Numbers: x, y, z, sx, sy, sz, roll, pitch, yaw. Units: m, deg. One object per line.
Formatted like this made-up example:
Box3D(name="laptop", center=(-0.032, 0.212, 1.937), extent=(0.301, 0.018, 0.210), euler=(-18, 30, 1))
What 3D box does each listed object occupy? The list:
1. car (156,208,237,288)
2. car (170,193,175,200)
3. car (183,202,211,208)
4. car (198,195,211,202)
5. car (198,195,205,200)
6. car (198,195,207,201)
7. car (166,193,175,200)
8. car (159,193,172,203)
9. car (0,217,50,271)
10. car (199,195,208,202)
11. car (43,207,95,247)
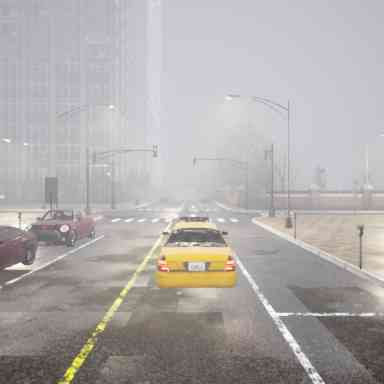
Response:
Box3D(name="car", center=(0.090, 1.454, 9.176), extent=(1.801, 1.575, 5.366), euler=(0, 0, 0))
Box3D(name="car", center=(-5.918, 1.323, 85.874), extent=(1.967, 1.590, 4.097), euler=(0, 0, 0))
Box3D(name="car", center=(0.097, 1.535, 19.439), extent=(2.033, 1.411, 5.357), euler=(0, 0, 0))
Box3D(name="car", center=(2.689, 1.492, 63.700), extent=(1.947, 1.339, 4.313), euler=(0, 0, 0))
Box3D(name="car", center=(2.602, 1.411, 91.496), extent=(1.887, 1.381, 4.507), euler=(0, 0, 0))
Box3D(name="car", center=(2.613, 1.448, 80.375), extent=(2.008, 1.369, 4.403), euler=(0, 0, 0))
Box3D(name="car", center=(-5.923, 1.181, 91.432), extent=(2.192, 1.841, 5.009), euler=(0, 0, 0))
Box3D(name="car", center=(-5.903, 1.485, 69.190), extent=(1.947, 1.339, 4.313), euler=(0, 0, 0))
Box3D(name="car", center=(-5.700, 1.579, 8.975), extent=(1.802, 1.307, 4.206), euler=(0, 0, 0))
Box3D(name="car", center=(2.618, 1.454, 74.814), extent=(1.887, 1.381, 4.507), euler=(0, 0, 0))
Box3D(name="car", center=(-5.705, 1.433, 14.667), extent=(1.967, 1.590, 4.097), euler=(0, 0, 0))
